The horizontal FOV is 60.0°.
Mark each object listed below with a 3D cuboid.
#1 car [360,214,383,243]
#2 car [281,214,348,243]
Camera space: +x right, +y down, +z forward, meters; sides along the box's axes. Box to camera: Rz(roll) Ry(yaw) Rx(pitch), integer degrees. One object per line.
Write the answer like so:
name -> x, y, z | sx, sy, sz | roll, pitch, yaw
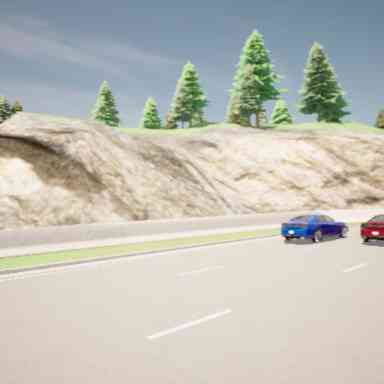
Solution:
car -> 10.891, 1.867, 17.776 | 5.008, 1.535, 1.882 | 0, -3, -38
car -> 7.193, 2.007, 19.349 | 5.008, 1.535, 1.882 | 0, -3, -40
